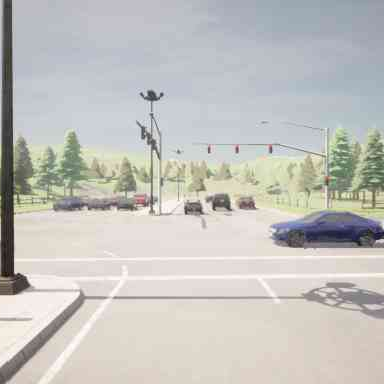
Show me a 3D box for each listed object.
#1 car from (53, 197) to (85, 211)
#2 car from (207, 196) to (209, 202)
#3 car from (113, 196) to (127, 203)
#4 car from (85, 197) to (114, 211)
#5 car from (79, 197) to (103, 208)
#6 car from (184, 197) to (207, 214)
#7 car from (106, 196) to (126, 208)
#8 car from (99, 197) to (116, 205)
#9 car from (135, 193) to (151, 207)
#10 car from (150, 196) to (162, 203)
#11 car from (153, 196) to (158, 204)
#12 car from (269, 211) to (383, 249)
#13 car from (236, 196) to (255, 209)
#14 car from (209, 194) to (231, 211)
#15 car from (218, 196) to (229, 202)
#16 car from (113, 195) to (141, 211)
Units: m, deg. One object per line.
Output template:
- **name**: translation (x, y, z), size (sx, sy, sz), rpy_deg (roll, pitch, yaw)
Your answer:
- **car**: translation (-15.051, 1.352, 40.352), size (2.097, 1.767, 4.553), rpy_deg (0, 0, 0)
- **car**: translation (3.698, 1.505, 68.786), size (1.837, 1.490, 4.892), rpy_deg (0, 0, 0)
- **car**: translation (-14.912, 1.500, 69.160), size (1.837, 1.490, 4.892), rpy_deg (0, 0, 0)
- **car**: translation (-11.549, 1.564, 41.605), size (1.994, 1.385, 4.181), rpy_deg (0, 0, 0)
- **car**: translation (-15.036, 1.547, 49.811), size (2.033, 1.411, 5.357), rpy_deg (0, 0, 0)
- **car**: translation (0.170, 1.492, 35.294), size (2.128, 1.511, 4.902), rpy_deg (0, 0, -1)
- **car**: translation (-11.533, 1.478, 50.583), size (1.882, 1.535, 5.008), rpy_deg (0, 0, 0)
- **car**: translation (-15.005, 1.564, 59.049), size (1.994, 1.385, 4.181), rpy_deg (0, 0, 0)
- **car**: translation (-8.032, 1.221, 51.656), size (2.150, 2.045, 5.566), rpy_deg (0, 0, 0)
- **car**: translation (-7.884, 1.526, 72.664), size (2.033, 1.411, 5.357), rpy_deg (0, 0, 0)
- **car**: translation (-7.984, 1.547, 61.996), size (2.033, 1.411, 5.357), rpy_deg (0, 0, 0)
- **car**: translation (5.638, 1.526, 14.099), size (4.674, 1.442, 1.812), rpy_deg (0, 0, -2)
- **car**: translation (7.118, 1.352, 44.633), size (2.097, 1.767, 4.553), rpy_deg (0, 0, 0)
- **car**: translation (3.599, 1.221, 41.708), size (2.150, 2.045, 5.566), rpy_deg (0, 0, 1)
- **car**: translation (7.160, 1.540, 75.975), size (2.033, 1.411, 5.357), rpy_deg (0, 0, 1)
- **car**: translation (-8.045, 1.478, 41.722), size (1.882, 1.535, 5.008), rpy_deg (0, 0, 0)
